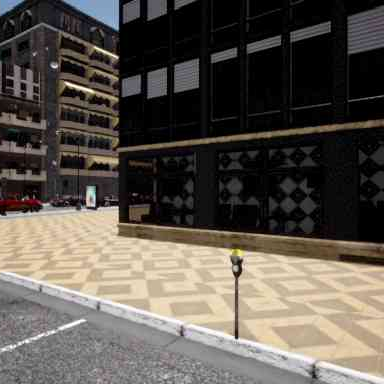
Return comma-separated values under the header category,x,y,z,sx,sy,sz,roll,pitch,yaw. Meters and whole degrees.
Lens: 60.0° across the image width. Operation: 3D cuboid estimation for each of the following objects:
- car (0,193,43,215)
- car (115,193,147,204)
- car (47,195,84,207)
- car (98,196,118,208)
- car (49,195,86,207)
category,x,y,z,sx,sy,sz,roll,pitch,yaw
car,-15.620,1.029,28.805,2.192,1.841,5.009,1,2,35
car,-8.869,0.853,48.509,1.812,1.442,4.674,0,1,35
car,-16.141,1.074,42.654,1.802,1.307,4.206,1,2,35
car,-9.247,1.072,37.891,1.947,1.339,4.313,1,2,35
car,-14.674,1.082,40.265,1.994,1.385,4.181,0,1,35
